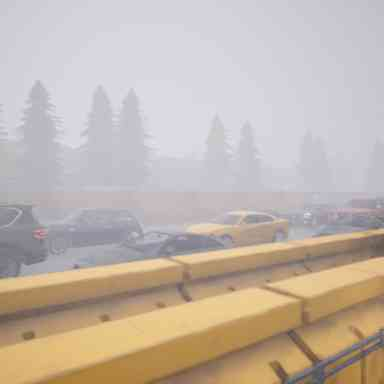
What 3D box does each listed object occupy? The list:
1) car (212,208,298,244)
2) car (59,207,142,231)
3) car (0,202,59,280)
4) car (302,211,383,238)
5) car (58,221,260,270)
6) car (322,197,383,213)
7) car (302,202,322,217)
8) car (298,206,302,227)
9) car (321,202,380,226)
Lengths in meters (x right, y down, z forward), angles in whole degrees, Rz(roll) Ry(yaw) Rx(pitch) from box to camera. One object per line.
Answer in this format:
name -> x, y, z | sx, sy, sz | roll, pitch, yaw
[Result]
car -> 2.019, 1.557, 14.061 | 5.008, 1.535, 1.882 | 0, 0, -36
car -> -4.333, 1.434, 13.806 | 4.553, 1.767, 2.097 | 0, 0, -36
car -> -6.451, 1.272, 7.973 | 5.566, 2.045, 2.150 | 0, 0, -36
car -> 6.556, 1.634, 13.007 | 4.181, 1.385, 1.994 | 0, 0, -35
car -> -0.646, 1.610, 7.846 | 4.181, 1.385, 1.994 | 0, 0, -37
car -> 10.613, 1.330, 20.233 | 5.566, 2.045, 2.150 | 0, 0, -36
car -> 8.352, 1.489, 22.812 | 4.553, 1.767, 2.097 | 0, 0, -36
car -> 3.799, 1.657, 19.653 | 5.357, 1.411, 2.033 | 0, 0, -36
car -> 12.320, 1.616, 25.733 | 5.008, 1.535, 1.882 | 0, 0, -35
